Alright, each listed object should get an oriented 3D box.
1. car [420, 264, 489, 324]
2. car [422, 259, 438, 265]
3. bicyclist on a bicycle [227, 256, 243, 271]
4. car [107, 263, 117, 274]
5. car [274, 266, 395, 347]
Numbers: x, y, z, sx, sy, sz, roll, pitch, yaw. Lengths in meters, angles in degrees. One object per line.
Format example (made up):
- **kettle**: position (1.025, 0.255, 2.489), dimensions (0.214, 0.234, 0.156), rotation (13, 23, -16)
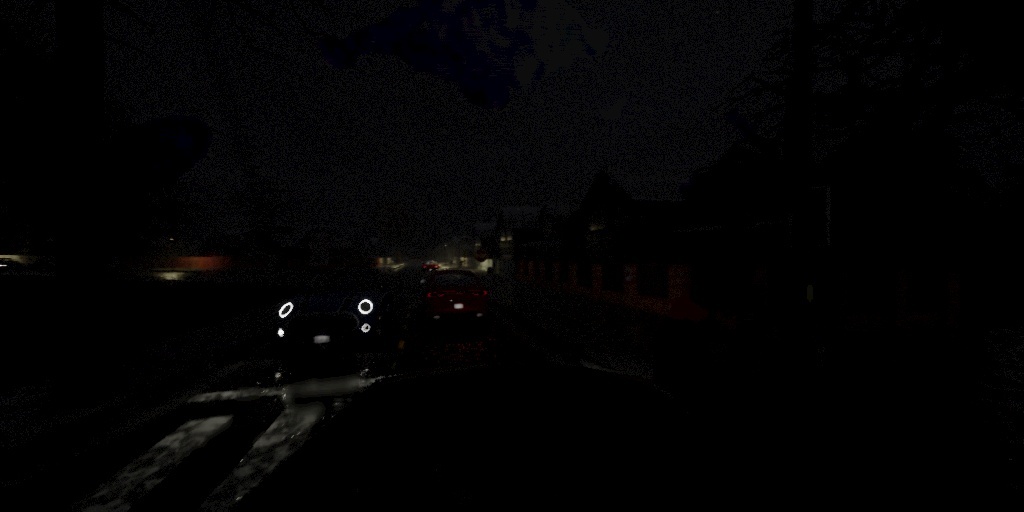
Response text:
- **car**: position (-2.016, 1.197, 12.074), dimensions (1.882, 1.535, 5.008), rotation (-1, 0, -14)
- **car**: position (-9.495, 1.232, 41.679), dimensions (1.895, 1.301, 4.718), rotation (-1, 0, -14)
- **bicyclist on a bicycle**: position (-29.746, 0.807, 38.518), dimensions (0.582, 1.620, 1.656), rotation (0, 1, 15)
- **car**: position (-42.051, 1.063, 35.848), dimensions (4.902, 1.511, 2.128), rotation (0, 1, 16)
- **car**: position (-4.406, 1.115, 9.557), dimensions (2.097, 1.767, 4.553), rotation (-1, 0, -13)
